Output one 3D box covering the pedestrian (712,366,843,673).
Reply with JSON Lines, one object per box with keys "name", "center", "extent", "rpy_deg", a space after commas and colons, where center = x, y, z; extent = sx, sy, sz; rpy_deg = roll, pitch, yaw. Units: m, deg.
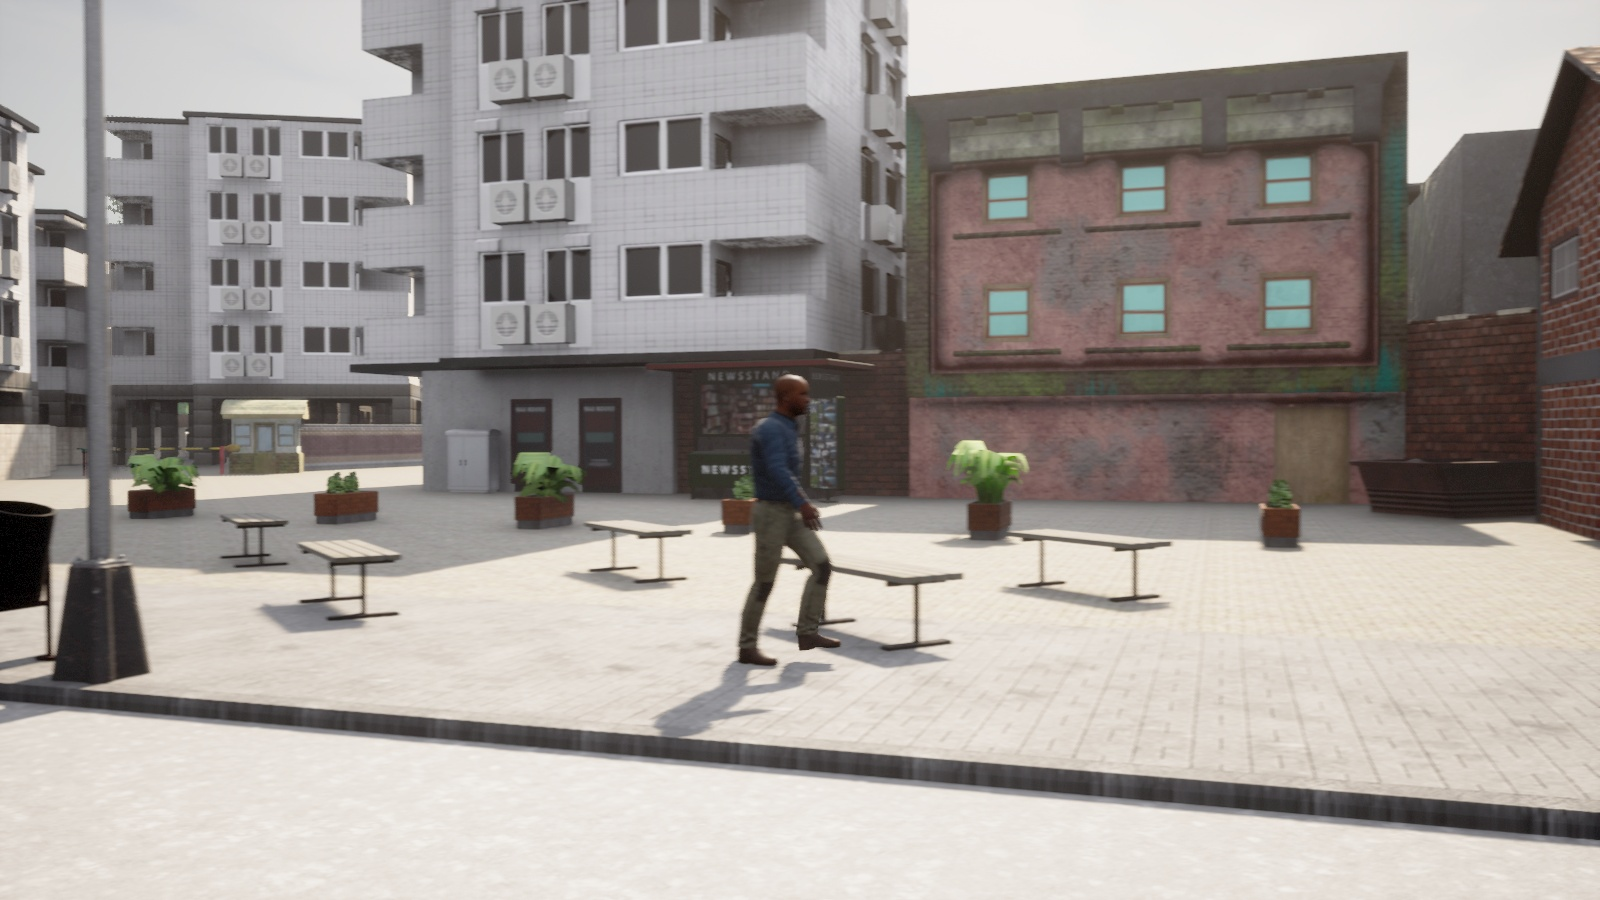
{"name": "pedestrian", "center": [-0.138, 0.411, 7.799], "extent": [0.726, 1.835, 0.370], "rpy_deg": [1, 1, 19]}
